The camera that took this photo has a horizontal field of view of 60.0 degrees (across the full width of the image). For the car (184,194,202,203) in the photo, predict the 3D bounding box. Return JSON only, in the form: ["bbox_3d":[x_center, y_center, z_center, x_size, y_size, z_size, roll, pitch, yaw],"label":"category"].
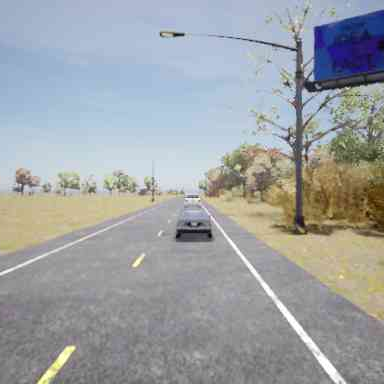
[{"bbox_3d":[0.105,1.252,42.969,2.150,2.045,5.566,0,0,0],"label":"car"}]

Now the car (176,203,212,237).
[{"bbox_3d":[0.103,1.561,18.039,2.033,1.411,5.357,0,0,0],"label":"car"}]
